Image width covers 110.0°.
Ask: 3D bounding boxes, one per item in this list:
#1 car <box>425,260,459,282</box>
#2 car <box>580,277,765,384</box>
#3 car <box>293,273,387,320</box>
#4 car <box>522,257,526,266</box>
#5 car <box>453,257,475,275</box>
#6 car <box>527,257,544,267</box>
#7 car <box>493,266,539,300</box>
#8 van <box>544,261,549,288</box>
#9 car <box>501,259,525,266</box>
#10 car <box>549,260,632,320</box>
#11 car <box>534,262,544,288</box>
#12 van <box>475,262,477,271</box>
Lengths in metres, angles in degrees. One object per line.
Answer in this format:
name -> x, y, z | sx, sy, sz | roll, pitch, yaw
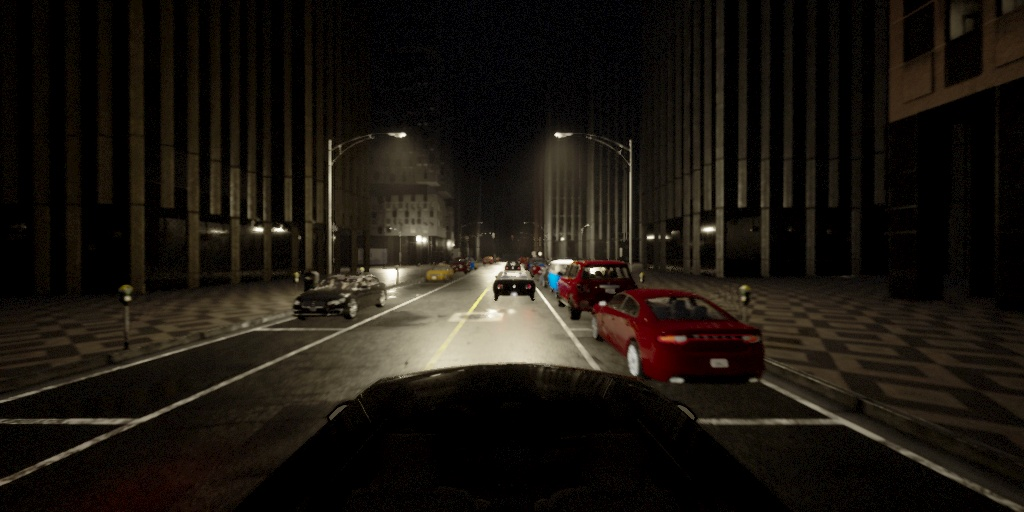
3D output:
car -> -5.770, 1.287, 28.966 | 1.751, 1.417, 4.829 | 0, 0, 0
car -> 2.773, 1.297, 7.021 | 1.888, 1.381, 4.507 | 0, 0, 0
car -> -5.771, 1.305, 12.561 | 2.007, 1.370, 4.403 | 0, 0, 0
car -> 2.761, 1.084, 45.699 | 2.192, 1.841, 5.009 | 0, 0, 0
car -> -5.769, 1.081, 40.185 | 2.192, 1.841, 5.009 | 0, 0, 0
car -> 2.764, 1.204, 34.648 | 1.967, 1.591, 4.097 | 0, 0, 0
car -> 0.099, 1.357, 17.690 | 1.895, 1.301, 4.718 | 0, 0, 0
van -> 2.770, 1.098, 18.072 | 1.690, 1.789, 3.998 | 0, 0, 0
car -> 0.096, 1.313, 39.075 | 2.033, 1.411, 5.357 | 0, 0, 0
car -> 2.771, 1.069, 12.546 | 2.192, 1.841, 5.009 | 0, 0, 0
car -> 2.768, 1.310, 23.597 | 2.007, 1.370, 4.403 | 0, 0, 0
van -> -5.769, 1.110, 45.710 | 1.690, 1.789, 3.998 | 0, 0, 0
